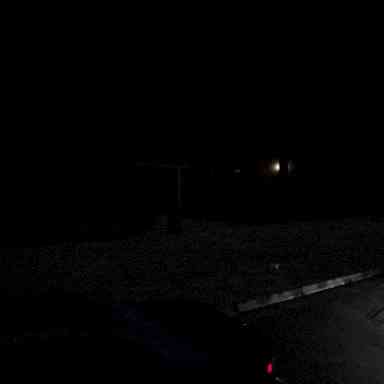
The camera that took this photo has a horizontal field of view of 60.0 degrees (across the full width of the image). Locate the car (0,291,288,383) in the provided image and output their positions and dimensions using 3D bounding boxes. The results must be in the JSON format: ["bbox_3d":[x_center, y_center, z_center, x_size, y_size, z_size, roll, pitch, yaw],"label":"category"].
[{"bbox_3d":[-1.708,1.545,2.150,5.357,1.411,2.033,1,0,-35],"label":"car"}]
